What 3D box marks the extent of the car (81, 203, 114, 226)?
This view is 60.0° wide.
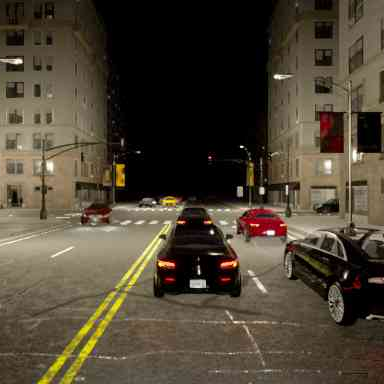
[{"bbox_3d":[-6.630,1.531,23.917,1.812,1.442,4.674,1,0,-9],"label":"car"}]

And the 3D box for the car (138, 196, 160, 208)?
[{"bbox_3d":[-6.492,1.563,49.125,2.033,1.411,5.357,0,0,4],"label":"car"}]

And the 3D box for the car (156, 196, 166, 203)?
[{"bbox_3d":[-6.392,1.544,69.017,1.812,1.442,4.674,0,0,0],"label":"car"}]

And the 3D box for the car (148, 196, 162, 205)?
[{"bbox_3d":[-6.487,1.522,58.864,1.837,1.490,4.892,0,0,0],"label":"car"}]

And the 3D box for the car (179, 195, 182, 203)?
[{"bbox_3d":[-3.236,1.618,58.752,1.895,1.301,4.718,0,0,0],"label":"car"}]

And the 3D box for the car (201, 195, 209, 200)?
[{"bbox_3d":[3.389,1.437,88.482,1.994,1.385,4.181,0,0,0],"label":"car"}]

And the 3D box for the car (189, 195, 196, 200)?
[{"bbox_3d":[0.139,1.437,88.487,1.994,1.385,4.181,0,0,0],"label":"car"}]

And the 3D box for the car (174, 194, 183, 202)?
[{"bbox_3d":[-3.127,1.350,78.165,2.097,1.767,4.553,0,0,0],"label":"car"}]

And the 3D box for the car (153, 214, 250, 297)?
[{"bbox_3d":[0.109,1.527,8.425,1.812,1.442,4.674,0,0,0],"label":"car"}]

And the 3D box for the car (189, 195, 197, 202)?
[{"bbox_3d":[0.124,1.609,78.514,1.895,1.301,4.718,0,0,0],"label":"car"}]

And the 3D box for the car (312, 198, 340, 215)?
[{"bbox_3d":[14.814,1.409,34.384,4.553,1.767,2.097,0,0,1],"label":"car"}]

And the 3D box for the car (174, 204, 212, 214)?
[{"bbox_3d":[0.125,1.529,17.334,1.812,1.442,4.674,0,0,0],"label":"car"}]

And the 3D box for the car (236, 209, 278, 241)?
[{"bbox_3d":[3.273,1.528,16.122,1.812,1.442,4.674,0,0,0],"label":"car"}]

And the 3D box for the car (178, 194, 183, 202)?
[{"bbox_3d":[-3.154,1.370,68.204,2.097,1.767,4.553,0,0,0],"label":"car"}]

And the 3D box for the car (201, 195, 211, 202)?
[{"bbox_3d":[3.373,1.553,78.062,2.033,1.411,5.357,0,0,0],"label":"car"}]

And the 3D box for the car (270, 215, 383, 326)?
[{"bbox_3d":[3.348,1.492,7.027,2.128,1.511,4.902,0,0,1],"label":"car"}]

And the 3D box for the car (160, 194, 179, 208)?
[{"bbox_3d":[-3.277,1.493,49.414,1.882,1.535,5.008,0,0,-1],"label":"car"}]
